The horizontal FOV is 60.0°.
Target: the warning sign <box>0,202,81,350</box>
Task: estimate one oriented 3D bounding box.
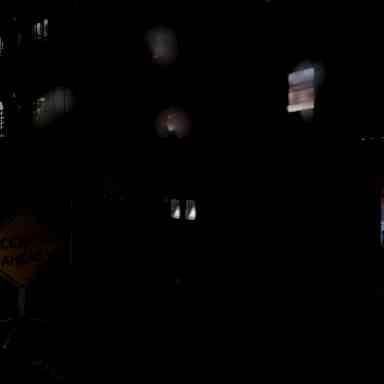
[{"bbox_3d":[-2.561,1.108,5.028,1.060,1.860,1.300,0,0,37],"label":"warning sign"}]
